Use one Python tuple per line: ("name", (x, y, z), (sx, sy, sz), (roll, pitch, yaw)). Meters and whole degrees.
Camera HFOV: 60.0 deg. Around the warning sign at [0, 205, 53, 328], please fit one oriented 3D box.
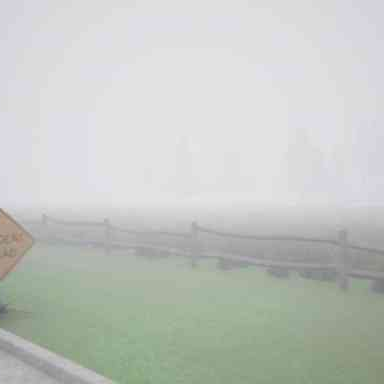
("warning sign", (-3.278, 1.179, 5.654), (1.060, 1.860, 1.300), (-1, 0, 35))
